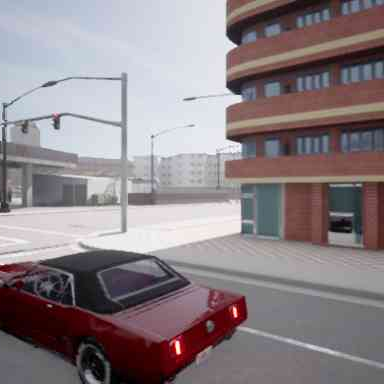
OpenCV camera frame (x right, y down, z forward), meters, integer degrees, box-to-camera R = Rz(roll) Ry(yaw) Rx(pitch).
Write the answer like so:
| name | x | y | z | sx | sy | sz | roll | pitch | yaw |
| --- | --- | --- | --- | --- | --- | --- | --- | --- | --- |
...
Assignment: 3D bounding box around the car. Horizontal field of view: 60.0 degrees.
| name | x | y | z | sx | sy | sz | roll | pitch | yaw |
| --- | --- | --- | --- | --- | --- | --- | --- | --- | --- |
| car | -1.666 | 1.581 | 5.144 | 4.718 | 1.301 | 1.895 | 0 | 0 | 36 |
